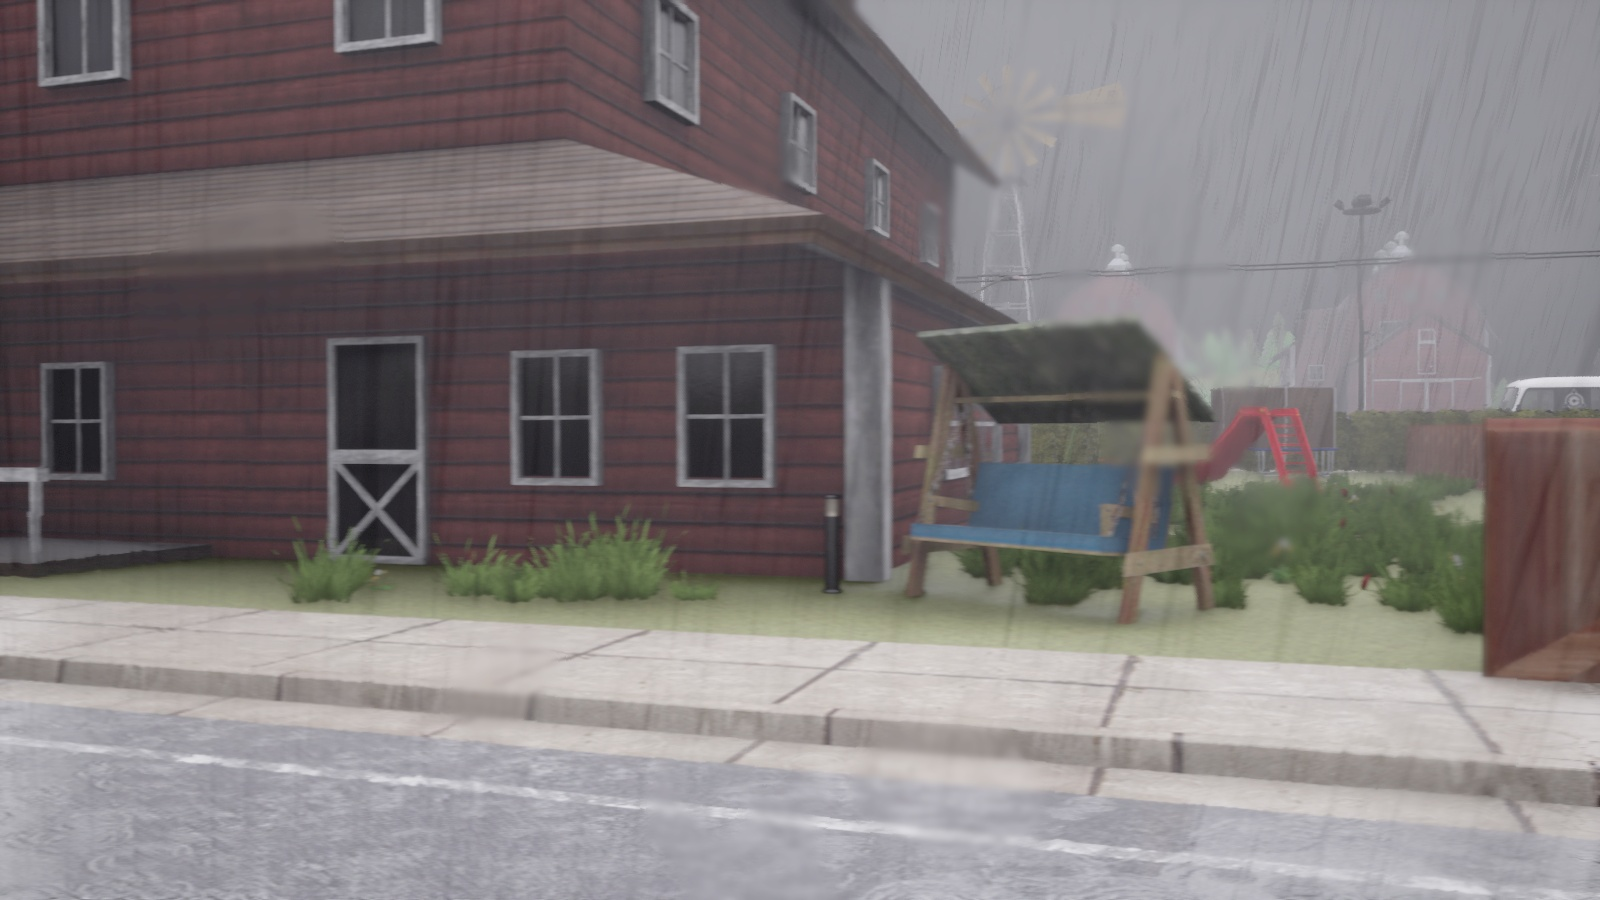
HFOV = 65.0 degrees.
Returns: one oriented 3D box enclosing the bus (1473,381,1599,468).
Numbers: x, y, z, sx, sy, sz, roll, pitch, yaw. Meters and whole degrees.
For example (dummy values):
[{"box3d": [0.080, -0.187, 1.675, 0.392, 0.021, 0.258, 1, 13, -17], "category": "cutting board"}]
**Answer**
[{"box3d": [40.143, -1.275, 63.426, 10.273, 4.253, 3.944, 0, 1, 17], "category": "bus"}]
